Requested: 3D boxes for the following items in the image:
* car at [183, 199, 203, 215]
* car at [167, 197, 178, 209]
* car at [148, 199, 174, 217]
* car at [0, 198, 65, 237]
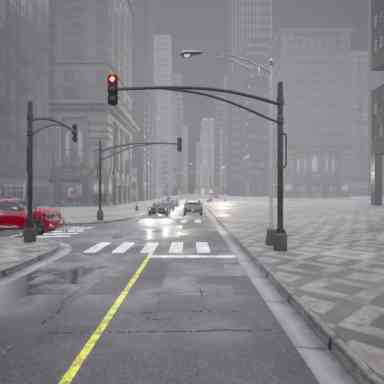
[{"bbox_3d":[0.102,1.491,33.766,2.128,1.511,4.902,0,0,0],"label":"car"},{"bbox_3d":[-3.080,1.603,41.301,1.895,1.301,4.718,0,0,0],"label":"car"},{"bbox_3d":[-3.084,1.601,31.957,1.895,1.301,4.718,0,0,0],"label":"car"},{"bbox_3d":[-9.990,1.346,18.221,5.566,2.045,2.150,-1,0,-4],"label":"car"}]
